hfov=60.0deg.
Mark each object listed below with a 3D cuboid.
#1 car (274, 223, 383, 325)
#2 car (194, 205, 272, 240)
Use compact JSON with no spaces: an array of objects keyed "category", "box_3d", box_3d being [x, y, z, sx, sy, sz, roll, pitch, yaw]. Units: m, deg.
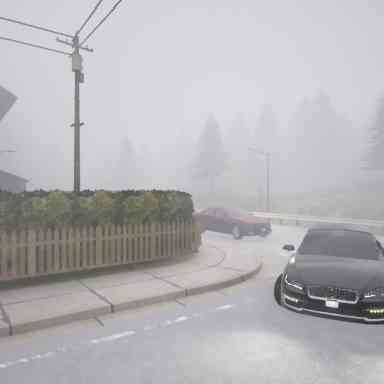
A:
[{"category":"car","box_3d":[3.273,1.505,7.379,1.837,1.490,4.892,0,0,27]},{"category":"car","box_3d":[1.977,1.478,17.515,1.882,1.535,5.008,0,0,-33]}]
